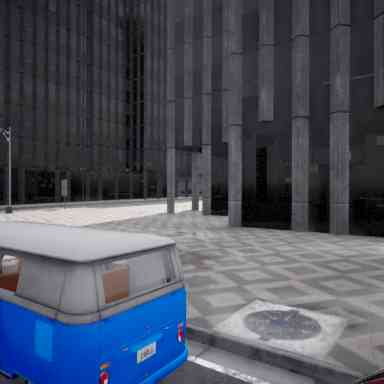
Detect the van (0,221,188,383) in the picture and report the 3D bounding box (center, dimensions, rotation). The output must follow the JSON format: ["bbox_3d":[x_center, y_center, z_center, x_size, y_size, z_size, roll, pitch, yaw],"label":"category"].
[{"bbox_3d":[-1.953,1.341,4.353,3.998,1.788,1.690,0,0,35],"label":"van"}]

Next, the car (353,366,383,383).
[{"bbox_3d":[2.548,1.440,1.149,4.097,1.590,1.967,0,0,35],"label":"car"}]
